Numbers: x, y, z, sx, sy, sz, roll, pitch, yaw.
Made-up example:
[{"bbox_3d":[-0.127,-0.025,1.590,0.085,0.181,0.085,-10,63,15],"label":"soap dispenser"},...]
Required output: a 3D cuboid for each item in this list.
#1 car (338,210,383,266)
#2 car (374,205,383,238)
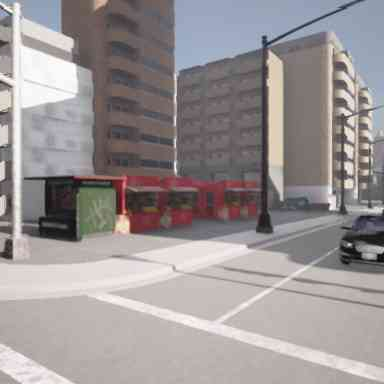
[{"bbox_3d":[6.319,1.538,11.239,2.128,1.511,4.902,0,0,35],"label":"car"},{"bbox_3d":[11.711,1.608,18.915,1.882,1.535,5.008,0,-1,35],"label":"car"}]
